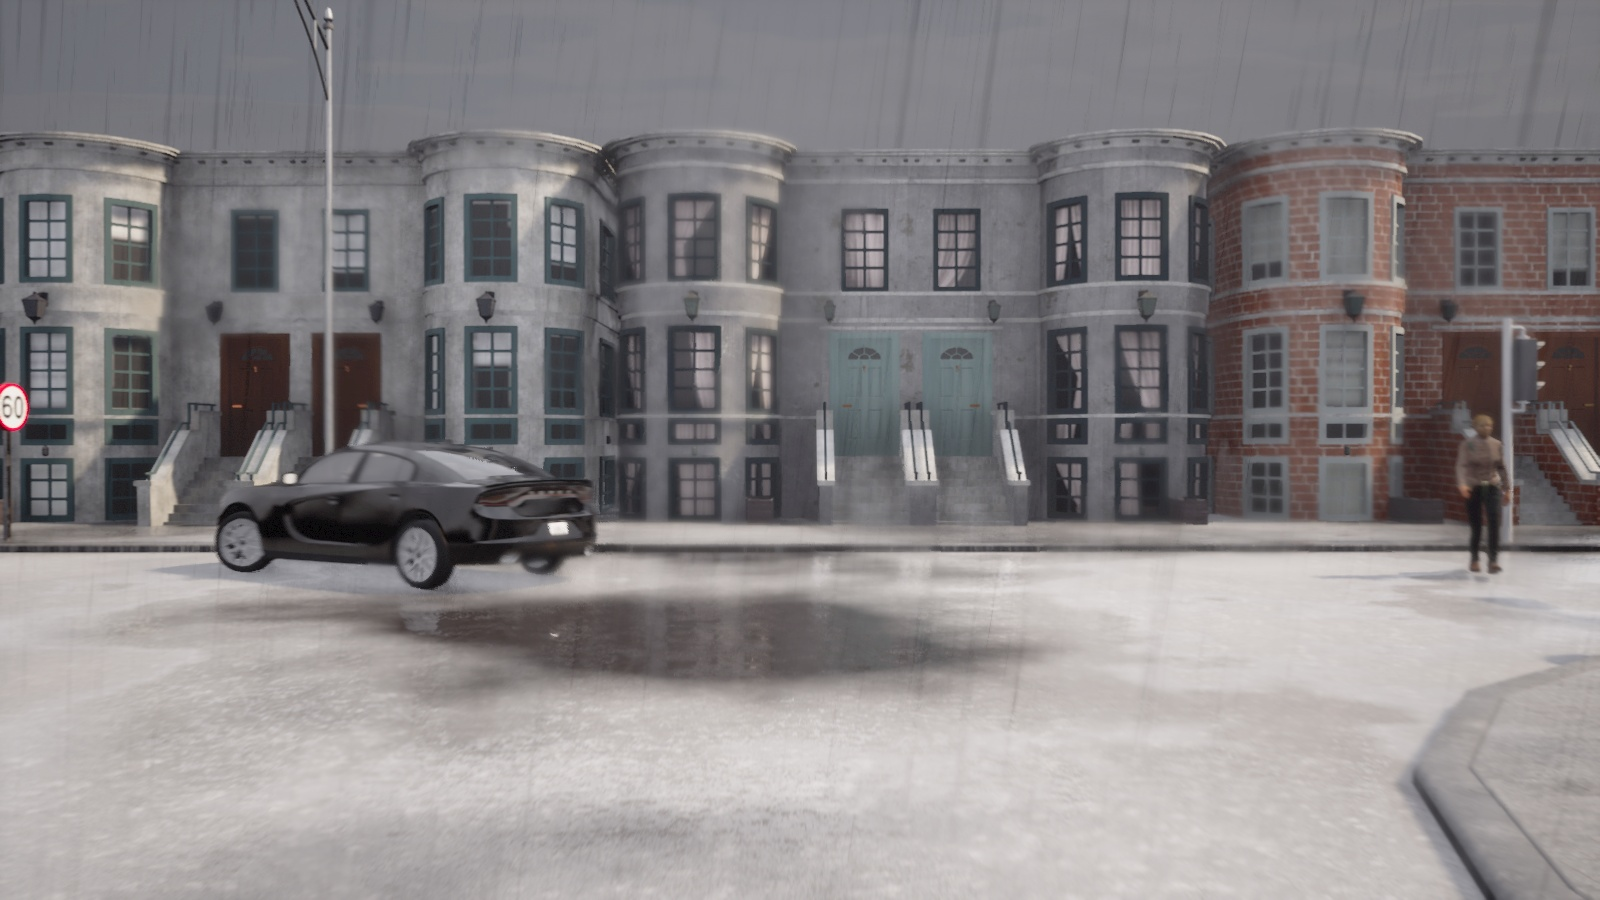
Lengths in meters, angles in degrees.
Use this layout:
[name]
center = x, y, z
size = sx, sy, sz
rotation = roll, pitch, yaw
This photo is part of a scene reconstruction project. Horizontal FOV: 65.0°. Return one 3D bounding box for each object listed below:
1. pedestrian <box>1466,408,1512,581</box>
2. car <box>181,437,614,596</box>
[pedestrian]
center = 7.532, 0.469, 13.731
size = 0.331, 1.846, 0.634
rotation = 0, 0, 19
[car]
center = -4.656, 0.641, 14.254
size = 5.008, 1.535, 1.882
rotation = 0, 0, 32
